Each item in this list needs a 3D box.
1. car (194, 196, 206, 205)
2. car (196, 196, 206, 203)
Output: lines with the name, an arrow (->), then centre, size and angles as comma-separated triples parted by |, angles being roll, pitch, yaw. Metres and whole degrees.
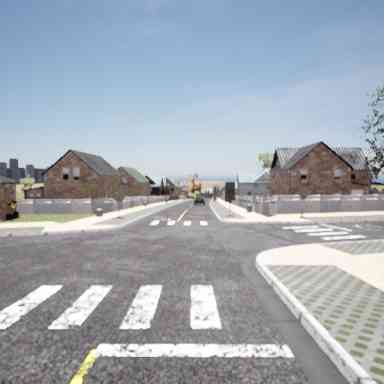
car -> 1.460, 1.522, 62.332 | 2.097, 1.767, 4.553 | 0, 0, 3
car -> 1.929, 1.627, 72.358 | 2.033, 1.411, 5.357 | 0, 0, 3
